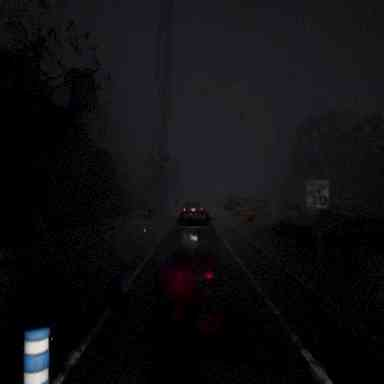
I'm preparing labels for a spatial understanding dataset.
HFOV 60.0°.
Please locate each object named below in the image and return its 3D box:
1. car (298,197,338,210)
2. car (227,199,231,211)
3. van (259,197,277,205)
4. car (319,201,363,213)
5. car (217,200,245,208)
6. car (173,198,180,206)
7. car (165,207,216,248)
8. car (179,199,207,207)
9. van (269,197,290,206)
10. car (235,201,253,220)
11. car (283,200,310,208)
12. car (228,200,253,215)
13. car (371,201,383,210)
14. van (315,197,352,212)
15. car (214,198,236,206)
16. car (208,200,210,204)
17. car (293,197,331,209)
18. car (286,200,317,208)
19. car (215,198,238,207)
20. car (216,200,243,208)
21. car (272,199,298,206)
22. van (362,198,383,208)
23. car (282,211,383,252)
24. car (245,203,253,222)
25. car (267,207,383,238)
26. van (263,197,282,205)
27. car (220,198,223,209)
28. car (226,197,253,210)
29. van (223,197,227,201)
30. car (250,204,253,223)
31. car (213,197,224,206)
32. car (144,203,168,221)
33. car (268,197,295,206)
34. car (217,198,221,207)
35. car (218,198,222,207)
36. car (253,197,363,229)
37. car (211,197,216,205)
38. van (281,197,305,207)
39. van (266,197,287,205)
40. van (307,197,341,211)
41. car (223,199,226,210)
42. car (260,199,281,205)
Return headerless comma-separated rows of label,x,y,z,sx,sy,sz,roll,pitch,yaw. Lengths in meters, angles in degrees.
car,20.172,1.839,53.353,5.566,2.045,2.435,0,-1,0
car,7.000,1.910,39.663,4.892,1.521,2.231,0,0,0
van,20.382,2.453,89.345,4.442,1.987,1.878,0,-2,0
car,20.136,1.971,45.041,5.008,1.535,2.097,0,-1,0
car,7.197,2.220,61.870,4.892,1.521,2.231,0,-1,0
car,-3.015,2.195,72.396,2.097,1.767,4.553,0,-1,0
car,0.096,1.654,15.589,2.128,1.511,4.902,0,-1,0
car,0.124,1.696,32.318,2.097,1.767,4.553,0,-1,0
van,20.524,2.225,78.406,4.442,1.987,1.878,0,-1,0
car,6.729,1.823,28.572,5.366,1.575,1.946,0,0,0
car,20.296,2.291,64.554,4.674,1.452,2.002,0,-1,0
car,6.776,1.857,34.245,5.366,1.575,1.946,0,0,0
car,19.988,1.863,31.200,4.792,1.488,2.163,0,0,0
van,20.270,1.785,47.813,4.442,1.987,1.878,0,-1,0
car,7.251,2.253,72.976,4.553,1.767,2.185,0,-1,0
car,7.403,2.287,84.081,5.566,2.045,2.435,0,-1,0
car,20.195,1.879,56.123,5.566,2.045,2.435,0,-1,0
car,20.263,2.209,61.660,5.008,1.535,2.097,0,-1,0
car,7.228,2.213,70.200,4.553,1.767,2.185,0,-1,0
car,7.207,2.260,64.646,4.892,1.521,2.231,0,-1,0
car,20.355,2.369,72.739,5.008,1.535,2.097,0,-1,0
van,20.157,1.626,34.094,4.442,1.987,1.878,0,0,0
car,6.770,1.776,14.690,4.792,1.488,2.163,0,0,0
car,6.898,1.811,25.795,4.892,1.521,2.231,0,0,0
car,6.828,1.762,17.466,5.008,1.535,2.097,0,0,0
van,20.337,2.304,83.956,4.442,1.987,1.878,0,-1,0
car,7.069,2.089,50.767,4.792,1.488,2.163,0,-1,0
car,7.060,1.817,42.444,4.553,1.767,2.185,0,-1,0
van,7.192,1.794,47.994,4.442,1.987,1.878,0,-1,0
car,7.054,1.791,23.017,5.366,1.575,1.946,0,0,0
car,6.982,2.176,59.097,5.366,1.575,1.946,0,-1,0
car,-3.324,1.810,31.236,1.882,1.535,5.008,0,-1,0
car,20.356,2.159,75.638,5.566,2.045,2.435,0,-1,0
car,7.115,2.169,56.319,4.792,1.488,2.163,0,-1,0
car,7.092,2.129,53.543,4.792,1.488,2.163,0,-1,0
car,6.874,1.527,20.243,5.566,2.045,2.435,0,0,0
car,7.051,2.296,67.424,5.366,1.575,1.946,0,-1,0
van,20.432,2.065,67.327,4.442,1.987,1.878,0,-1,0
van,20.546,2.263,81.051,4.442,1.987,1.878,0,-1,0
van,20.060,1.825,50.585,4.442,1.987,1.878,0,-1,0
car,7.082,2.009,45.215,4.792,1.488,2.163,0,-1,0
car,20.481,2.594,86.568,5.008,1.535,2.097,0,-2,0
